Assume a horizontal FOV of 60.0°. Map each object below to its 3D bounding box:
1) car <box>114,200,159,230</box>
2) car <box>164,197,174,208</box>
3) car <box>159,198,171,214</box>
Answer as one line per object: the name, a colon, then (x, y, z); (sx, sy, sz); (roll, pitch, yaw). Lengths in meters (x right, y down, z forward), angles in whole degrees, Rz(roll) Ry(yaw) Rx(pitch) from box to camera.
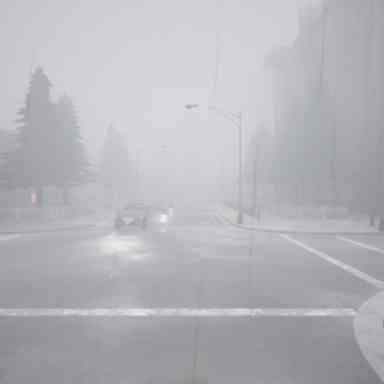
car: (-3.607, 1.469, 21.109); (2.128, 1.511, 4.902); (0, 0, 0)
car: (-3.575, 1.486, 46.662); (1.812, 1.442, 4.674); (0, 0, 0)
car: (-3.609, 1.571, 35.351); (1.895, 1.301, 4.718); (0, 0, 0)
